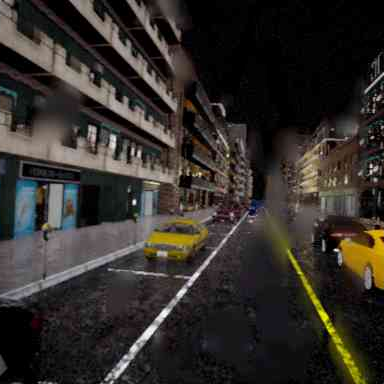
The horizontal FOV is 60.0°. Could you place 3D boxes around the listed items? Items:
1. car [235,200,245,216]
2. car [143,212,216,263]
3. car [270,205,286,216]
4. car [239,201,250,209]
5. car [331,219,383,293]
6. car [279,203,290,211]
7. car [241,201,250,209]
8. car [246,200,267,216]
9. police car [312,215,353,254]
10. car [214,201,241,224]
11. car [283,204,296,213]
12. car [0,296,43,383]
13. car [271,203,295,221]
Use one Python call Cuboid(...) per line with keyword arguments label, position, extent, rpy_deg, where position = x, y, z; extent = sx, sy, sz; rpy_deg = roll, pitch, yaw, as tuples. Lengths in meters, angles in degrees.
Cuboid(label="car", position=(4.067, 1.863, 34.855), extent=(2.192, 1.841, 5.009), rpy_deg=(3, -1, 11))
Cuboid(label="car", position=(-0.424, 1.632, 12.587), extent=(1.752, 1.417, 4.829), rpy_deg=(3, -1, 11))
Cuboid(label="car", position=(12.823, 2.688, 49.631), extent=(1.994, 1.385, 4.181), rpy_deg=(3, -1, 11))
Cuboid(label="car", position=(10.729, 2.640, 68.001), extent=(1.967, 1.590, 4.097), rpy_deg=(3, -1, 11))
Cuboid(label="car", position=(5.712, 1.857, 9.706), extent=(1.882, 1.535, 5.008), rpy_deg=(3, -1, 11))
Cuboid(label="car", position=(20.040, 3.240, 71.863), extent=(1.887, 1.381, 4.507), rpy_deg=(3, -1, 11))
Cuboid(label="car", position=(11.836, 2.852, 73.526), extent=(1.887, 1.381, 4.507), rpy_deg=(3, -1, 11))
Cuboid(label="car", position=(8.859, 2.104, 44.979), extent=(2.150, 2.045, 5.566), rpy_deg=(3, -1, 12))
Cuboid(label="police car", position=(6.920, 1.924, 15.695), extent=(1.930, 1.638, 5.238), rpy_deg=(3, -1, 11))
Cuboid(label="car", position=(2.948, 1.878, 29.330), extent=(1.967, 1.590, 4.097), rpy_deg=(3, -1, 11))
Cuboid(label="car", position=(17.852, 3.007, 60.980), extent=(1.752, 1.417, 4.829), rpy_deg=(3, -1, 11))
Cuboid(label="car", position=(-2.616, 1.455, 1.704), extent=(1.947, 1.339, 4.313), rpy_deg=(3, -1, 11))
Cuboid(label="car", position=(10.495, 2.386, 37.891), extent=(2.128, 1.511, 4.902), rpy_deg=(3, -1, 12))
